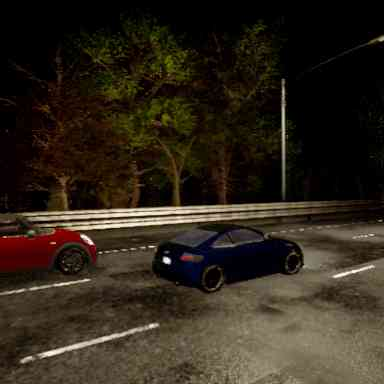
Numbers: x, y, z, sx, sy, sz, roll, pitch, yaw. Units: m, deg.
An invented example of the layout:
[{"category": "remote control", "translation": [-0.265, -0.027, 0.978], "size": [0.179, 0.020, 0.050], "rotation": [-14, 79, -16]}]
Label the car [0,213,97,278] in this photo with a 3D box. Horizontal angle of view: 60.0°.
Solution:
[{"category": "car", "translation": [-4.919, 1.348, 8.837], "size": [4.553, 1.767, 2.097], "rotation": [0, 0, -35]}]

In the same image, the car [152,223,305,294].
[{"category": "car", "translation": [1.056, 1.534, 8.796], "size": [4.181, 1.385, 1.994], "rotation": [0, 0, -35]}]
